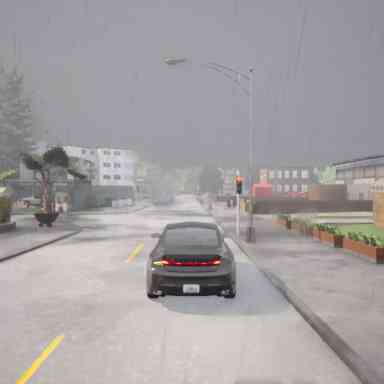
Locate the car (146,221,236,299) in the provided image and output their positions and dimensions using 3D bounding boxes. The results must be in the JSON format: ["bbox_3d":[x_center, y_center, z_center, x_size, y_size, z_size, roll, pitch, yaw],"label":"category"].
[{"bbox_3d":[-0.016,1.504,8.456,1.837,1.490,4.892,0,0,0],"label":"car"}]

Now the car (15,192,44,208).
[{"bbox_3d":[-20.154,0.981,42.119,1.905,1.878,3.866,0,0,34],"label":"car"}]

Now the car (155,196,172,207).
[{"bbox_3d":[-4.571,1.472,50.620,1.882,1.535,5.008,0,0,0],"label":"car"}]

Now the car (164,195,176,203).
[{"bbox_3d":[-4.672,1.518,71.297,2.128,1.511,4.902,0,0,-1],"label":"car"}]

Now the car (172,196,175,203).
[{"bbox_3d":[-4.639,1.471,60.756,1.882,1.535,5.008,0,0,0],"label":"car"}]
